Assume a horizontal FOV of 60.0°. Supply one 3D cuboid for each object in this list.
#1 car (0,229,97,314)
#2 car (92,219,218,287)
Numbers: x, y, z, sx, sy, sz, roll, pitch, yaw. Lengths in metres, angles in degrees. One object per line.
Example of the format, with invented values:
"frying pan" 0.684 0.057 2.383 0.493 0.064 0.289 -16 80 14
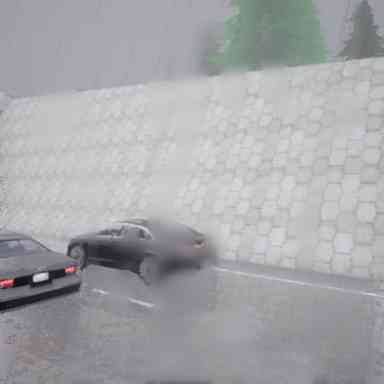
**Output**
"car" -4.699 1.553 7.390 5.357 1.411 2.033 0 0 37
"car" -1.601 1.518 9.452 4.902 1.511 2.128 0 0 37
